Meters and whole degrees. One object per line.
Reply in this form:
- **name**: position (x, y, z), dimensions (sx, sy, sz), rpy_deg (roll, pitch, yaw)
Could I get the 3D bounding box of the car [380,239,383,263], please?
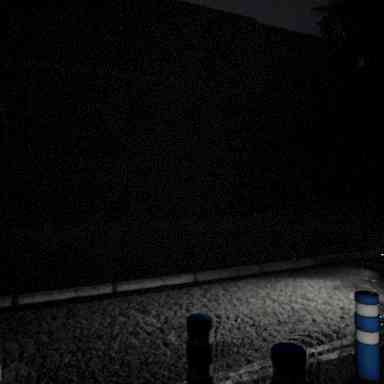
- **car**: position (7.463, 1.349, 9.330), dimensions (4.902, 1.511, 2.128), rpy_deg (-1, 0, -25)
